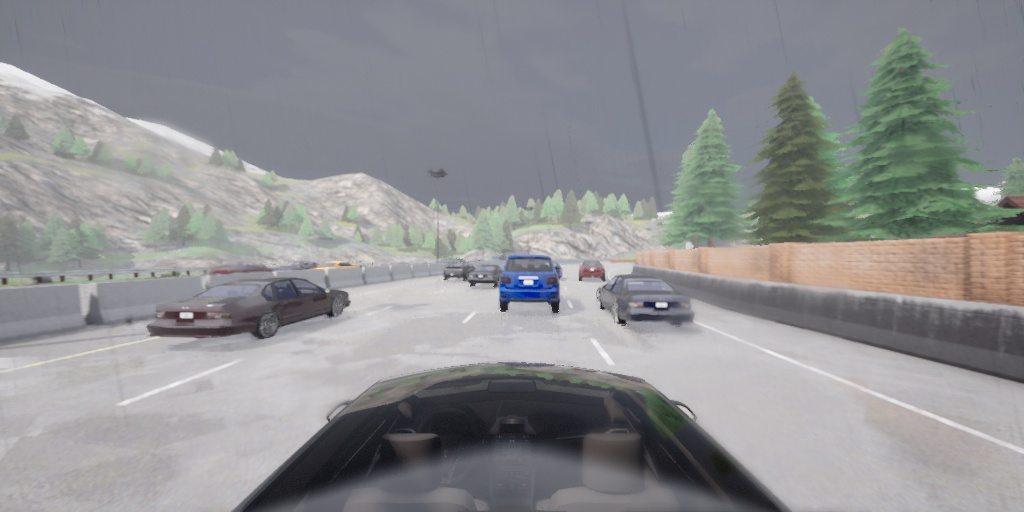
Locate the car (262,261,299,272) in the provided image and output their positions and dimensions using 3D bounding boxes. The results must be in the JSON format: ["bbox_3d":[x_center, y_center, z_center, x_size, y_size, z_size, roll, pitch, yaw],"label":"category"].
[{"bbox_3d":[-18.318,1.176,30.877,2.128,1.511,4.902,0,0,11],"label":"car"}]

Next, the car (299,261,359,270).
[{"bbox_3d":[-14.918,1.172,30.080,1.882,1.535,5.008,0,0,11],"label":"car"}]

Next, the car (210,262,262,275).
[{"bbox_3d":[-22.088,1.276,29.779,1.895,1.301,4.718,0,0,10],"label":"car"}]

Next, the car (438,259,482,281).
[{"bbox_3d":[-4.129,1.214,29.630,2.128,1.511,4.902,0,0,10],"label":"car"}]

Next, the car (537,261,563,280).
[{"bbox_3d":[3.455,1.219,31.872,1.882,1.535,5.008,0,0,12],"label":"car"}]

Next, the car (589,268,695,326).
[{"bbox_3d":[4.032,1.302,11.714,2.033,1.411,5.357,0,0,4],"label":"car"}]

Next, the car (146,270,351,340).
[{"bbox_3d":[-6.597,1.275,9.930,2.033,1.411,5.357,0,0,3],"label":"car"}]

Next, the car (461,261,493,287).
[{"bbox_3d":[-1.530,1.280,24.409,2.033,1.411,5.357,0,0,9],"label":"car"}]

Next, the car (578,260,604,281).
[{"bbox_3d":[6.735,1.103,30.401,2.097,1.767,4.553,0,0,11],"label":"car"}]

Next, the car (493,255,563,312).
[{"bbox_3d":[0.773,0.966,14.516,2.150,2.045,5.566,0,0,5],"label":"car"}]
